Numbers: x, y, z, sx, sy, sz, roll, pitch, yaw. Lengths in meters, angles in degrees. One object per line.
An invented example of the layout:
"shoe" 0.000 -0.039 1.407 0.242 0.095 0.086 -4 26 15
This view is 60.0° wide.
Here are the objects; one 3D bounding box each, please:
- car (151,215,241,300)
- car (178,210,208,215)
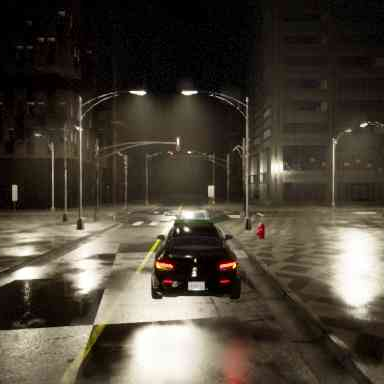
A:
"car" 0.077 1.523 8.282 1.812 1.442 4.674 0 0 0
"car" 0.059 1.594 17.307 1.895 1.301 4.718 0 0 0
